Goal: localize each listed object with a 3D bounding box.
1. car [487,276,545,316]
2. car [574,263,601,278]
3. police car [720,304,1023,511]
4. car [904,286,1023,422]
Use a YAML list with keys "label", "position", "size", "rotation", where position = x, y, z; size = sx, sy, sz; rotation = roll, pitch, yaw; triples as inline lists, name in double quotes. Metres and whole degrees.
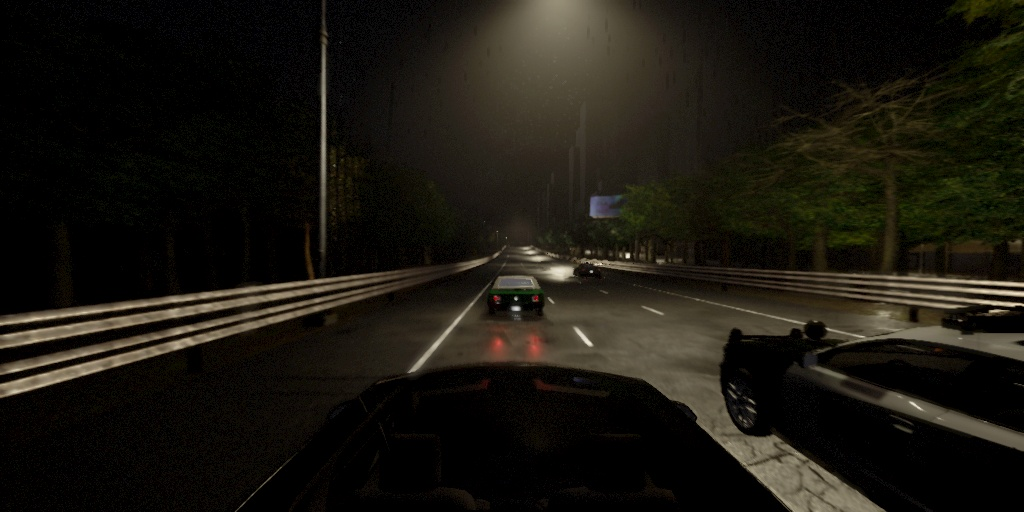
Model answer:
- label: "car"
  position: [0.146, 1.395, 13.633]
  size: [1.895, 1.301, 4.718]
  rotation: [0, 0, 0]
- label: "car"
  position: [7.206, 1.395, 34.448]
  size: [1.994, 1.385, 4.181]
  rotation: [0, 0, 0]
- label: "police car"
  position: [3.515, 1.178, 2.563]
  size: [1.930, 1.638, 5.238]
  rotation: [0, 0, 0]
- label: "car"
  position: [7.116, 1.241, 3.146]
  size: [1.882, 1.535, 5.008]
  rotation: [0, 0, 0]
